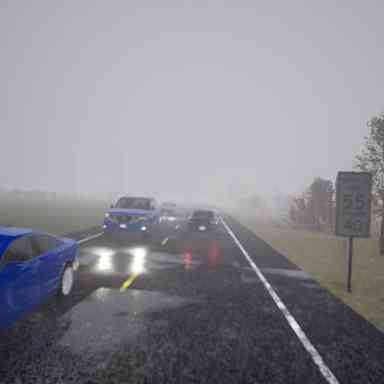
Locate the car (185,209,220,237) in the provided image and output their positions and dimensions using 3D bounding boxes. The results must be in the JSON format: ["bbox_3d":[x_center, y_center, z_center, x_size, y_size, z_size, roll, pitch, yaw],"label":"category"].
[{"bbox_3d":[0.630,1.708,19.421,1.812,1.442,4.674,3,0,2],"label":"car"}]

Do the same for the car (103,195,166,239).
[{"bbox_3d":[-3.014,1.226,17.858,2.150,2.045,5.566,3,-1,2],"label":"car"}]

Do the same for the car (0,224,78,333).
[{"bbox_3d":[-3.505,1.361,5.473,1.882,1.535,5.008,3,0,1],"label":"car"}]

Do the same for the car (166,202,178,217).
[{"bbox_3d":[-2.415,1.712,34.302,2.033,1.411,5.357,3,0,2],"label":"car"}]
